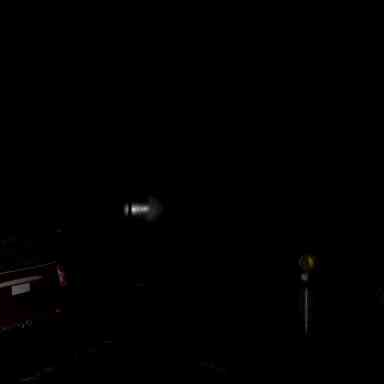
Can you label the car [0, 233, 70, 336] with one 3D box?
[{"bbox_3d":[-4.079,1.440,5.988,4.097,1.590,1.967,0,0,36],"label":"car"}]
